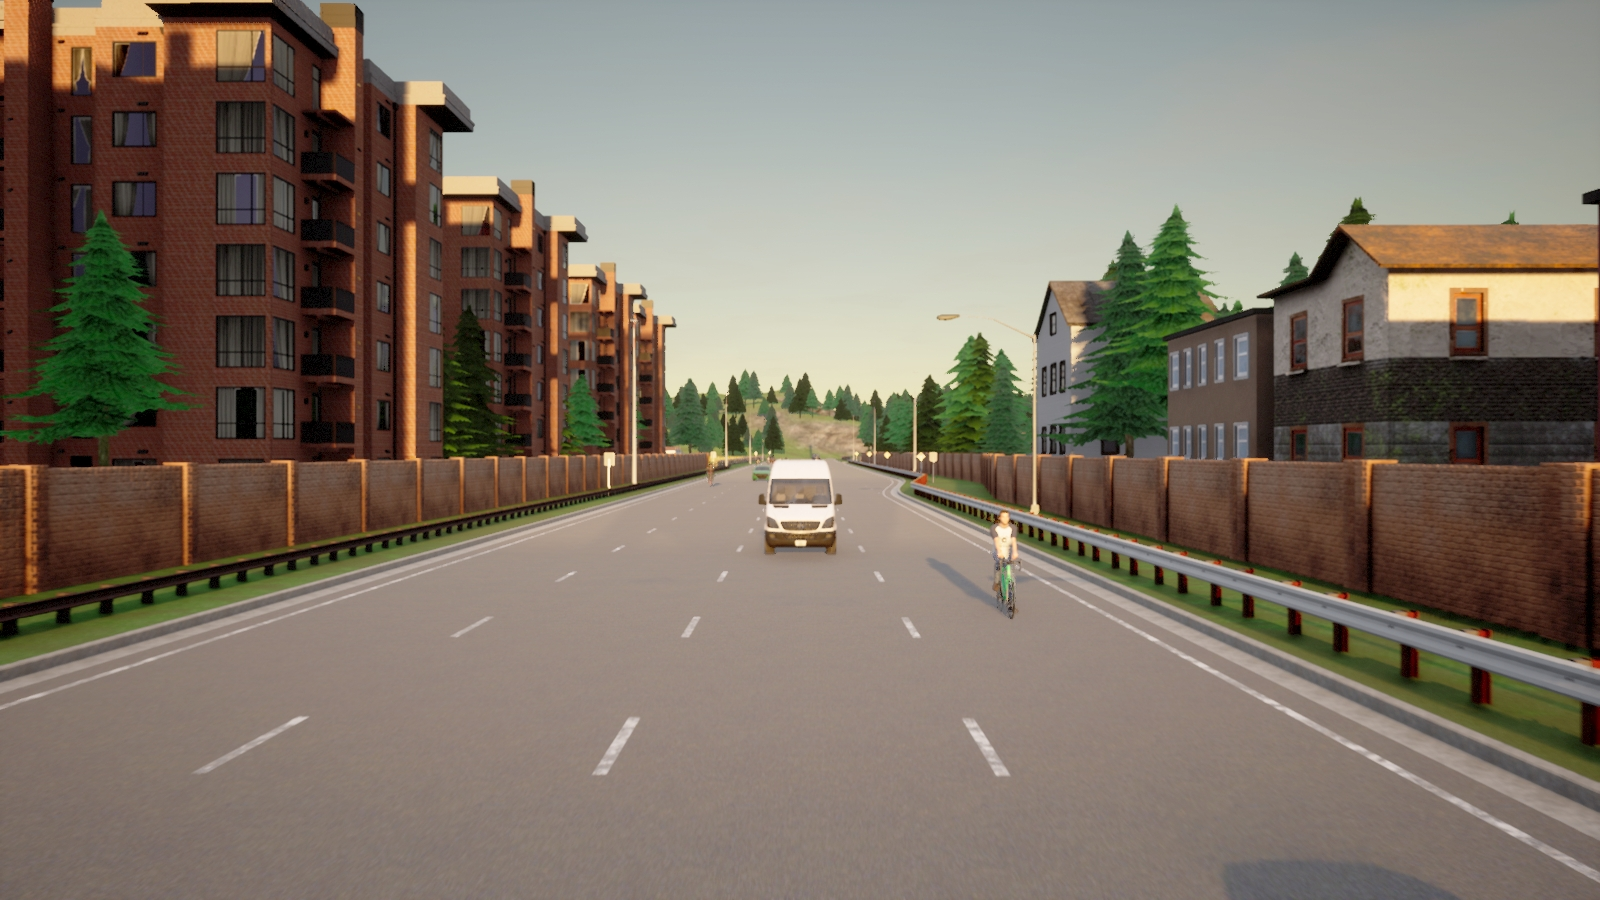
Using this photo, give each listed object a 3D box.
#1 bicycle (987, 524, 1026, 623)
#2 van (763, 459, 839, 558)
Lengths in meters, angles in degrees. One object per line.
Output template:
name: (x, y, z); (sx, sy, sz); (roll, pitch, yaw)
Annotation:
bicycle: (3.515, 2.078, 19.543); (0.373, 1.496, 1.643); (0, 0, 0)
van: (0.018, 1.570, 32.986); (1.988, 2.561, 5.915); (0, 0, 0)
